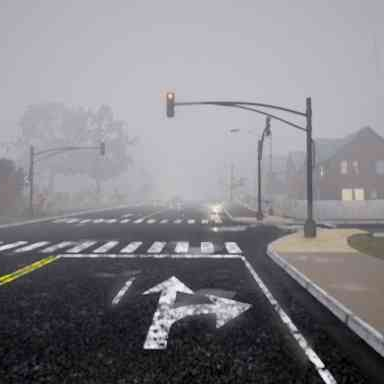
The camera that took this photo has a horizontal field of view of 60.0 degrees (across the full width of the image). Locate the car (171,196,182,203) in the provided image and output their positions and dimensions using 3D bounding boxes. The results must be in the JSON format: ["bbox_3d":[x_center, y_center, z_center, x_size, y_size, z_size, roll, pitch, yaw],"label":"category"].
[{"bbox_3d":[-3.077,1.535,67.917,1.812,1.442,4.674,0,0,5],"label":"car"}]

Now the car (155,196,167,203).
[{"bbox_3d":[-6.312,1.497,68.236,1.882,1.535,5.008,0,0,5],"label":"car"}]
